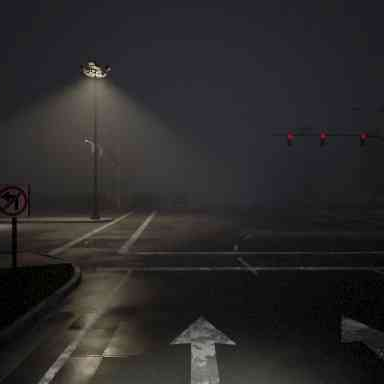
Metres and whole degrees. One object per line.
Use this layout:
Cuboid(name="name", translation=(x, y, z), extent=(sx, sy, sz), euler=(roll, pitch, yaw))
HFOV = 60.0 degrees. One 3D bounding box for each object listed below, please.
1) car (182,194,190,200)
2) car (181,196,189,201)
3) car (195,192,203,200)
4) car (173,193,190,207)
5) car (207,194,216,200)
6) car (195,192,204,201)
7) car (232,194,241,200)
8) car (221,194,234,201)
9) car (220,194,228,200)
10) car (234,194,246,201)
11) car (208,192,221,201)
Cuboid(name="car", translation=(-1.575, 1.357, 92.986), extent=(2.128, 1.511, 4.902), euler=(0, 0, 0))
Cuboid(name="car", translation=(-1.622, 1.589, 83.847), extent=(1.895, 1.301, 4.718), euler=(0, 0, 0))
Cuboid(name="car", translation=(1.925, 1.057, 92.998), extent=(2.150, 2.045, 5.566), euler=(0, 0, 0))
Cuboid(name="car", translation=(-1.788, 1.221, 51.984), extent=(2.150, 2.045, 5.566), euler=(0, 0, 0))
Cuboid(name="car", translation=(5.425, 1.357, 92.950), extent=(2.128, 1.511, 4.902), euler=(0, 0, 0))
Cuboid(name="car", translation=(1.875, 1.471, 83.382), extent=(1.882, 1.535, 5.008), euler=(0, 0, 0))
Cuboid(name="car", translation=(12.425, 1.332, 92.914), extent=(1.837, 1.490, 4.892), euler=(0, 0, 0))
Cuboid(name="car", translation=(8.881, 1.350, 84.532), extent=(2.097, 1.767, 4.553), euler=(0, 0, 0))
Cuboid(name="car", translation=(8.925, 1.385, 92.932), extent=(1.994, 1.385, 4.181), euler=(0, 0, 0))
Cuboid(name="car", translation=(12.377, 1.472, 83.744), extent=(1.882, 1.535, 5.008), euler=(0, 0, 0))
Cuboid(name="car", translation=(5.377, 1.349, 83.750), extent=(2.097, 1.767, 4.553), euler=(0, 0, 0))
